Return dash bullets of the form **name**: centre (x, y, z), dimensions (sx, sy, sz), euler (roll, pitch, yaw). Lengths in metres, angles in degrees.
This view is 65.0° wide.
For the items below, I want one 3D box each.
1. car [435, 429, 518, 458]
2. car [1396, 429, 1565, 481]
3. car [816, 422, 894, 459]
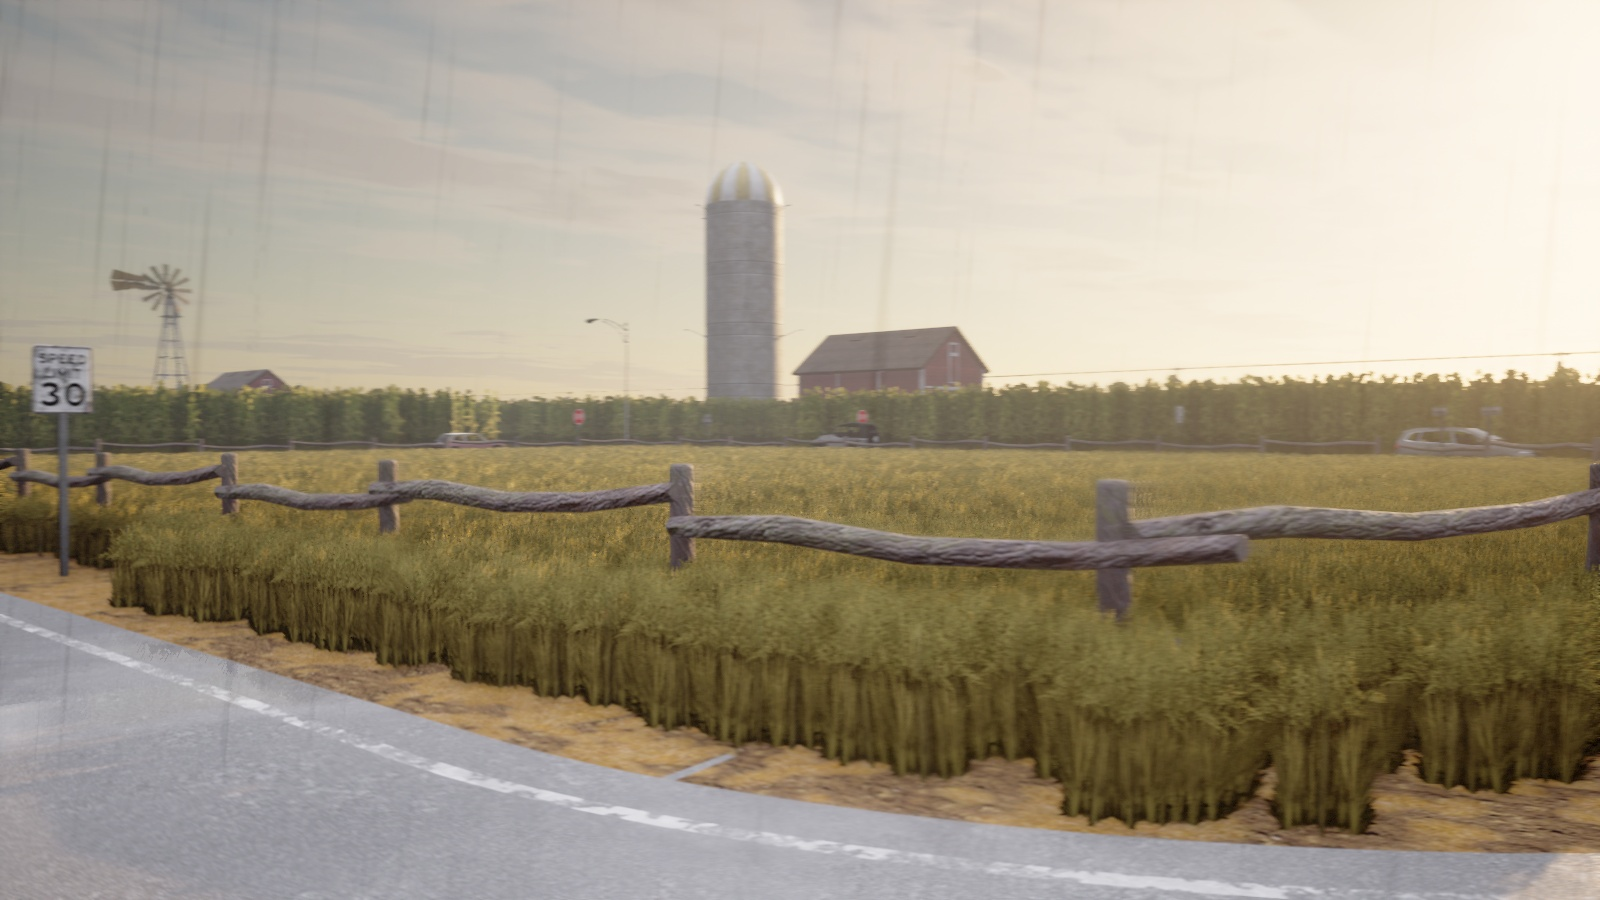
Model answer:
- **car**: centre (-17.214, -0.351, 66.840), dimensions (1.970, 1.475, 3.806), euler (1, 2, 44)
- **car**: centre (23.230, 0.139, 42.993), dimensions (2.242, 1.667, 4.611), euler (0, 1, -44)
- **car**: centre (2.921, -0.525, 67.277), dimensions (3.866, 1.878, 1.905), euler (2, 2, 44)
